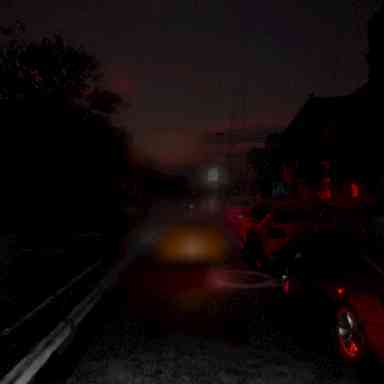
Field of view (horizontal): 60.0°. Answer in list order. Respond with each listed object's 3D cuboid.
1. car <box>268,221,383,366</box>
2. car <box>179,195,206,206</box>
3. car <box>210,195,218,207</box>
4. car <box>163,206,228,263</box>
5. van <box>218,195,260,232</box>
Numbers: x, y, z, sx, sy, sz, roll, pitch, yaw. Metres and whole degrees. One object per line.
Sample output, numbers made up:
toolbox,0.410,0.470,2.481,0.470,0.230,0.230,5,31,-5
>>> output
car,3.049,1.532,5.892,2.163,1.488,4.792,0,0,0
car,0.060,1.300,28.799,2.150,2.045,5.566,0,0,0
car,3.048,1.309,33.624,2.435,2.045,5.566,0,0,0
car,0.047,1.520,12.137,1.882,1.535,5.008,0,0,1
van,3.049,1.321,22.619,1.878,1.987,4.442,0,0,0
